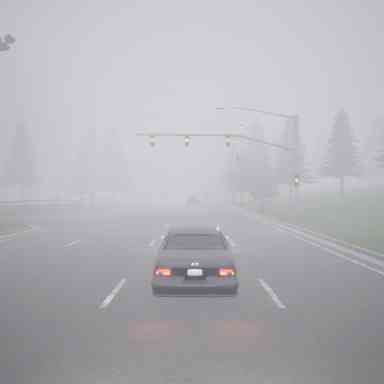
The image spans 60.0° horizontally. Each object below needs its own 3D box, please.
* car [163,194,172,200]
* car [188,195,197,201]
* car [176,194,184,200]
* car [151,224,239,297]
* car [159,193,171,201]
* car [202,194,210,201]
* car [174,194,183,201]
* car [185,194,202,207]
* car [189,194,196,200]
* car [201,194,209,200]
[{"bbox_3d":[-6.902,1.385,93.836,1.994,1.385,4.181,0,0,0],"label":"car"},{"bbox_3d":[0.087,1.531,83.408,2.033,1.411,5.357,0,0,0],"label":"car"},{"bbox_3d":[-3.402,1.358,93.832,2.128,1.511,4.902,0,0,0],"label":"car"},{"bbox_3d":[0.075,1.547,8.726,2.033,1.411,5.357,0,0,0],"label":"car"},{"bbox_3d":[-6.913,1.217,83.446,2.150,2.045,5.566,0,0,0],"label":"car"},{"bbox_3d":[3.587,1.492,83.405,1.837,1.490,4.892,0,0,0],"label":"car"},{"bbox_3d":[-3.413,1.517,83.829,1.812,1.442,4.674,0,0,0],"label":"car"},{"bbox_3d":[0.053,1.352,52.765,2.097,1.767,4.553,0,0,0],"label":"car"},{"bbox_3d":[0.098,1.310,93.828,1.882,1.535,5.008,0,0,0],"label":"car"},{"bbox_3d":[3.598,1.310,93.825,1.882,1.535,5.008,0,0,0],"label":"car"}]
